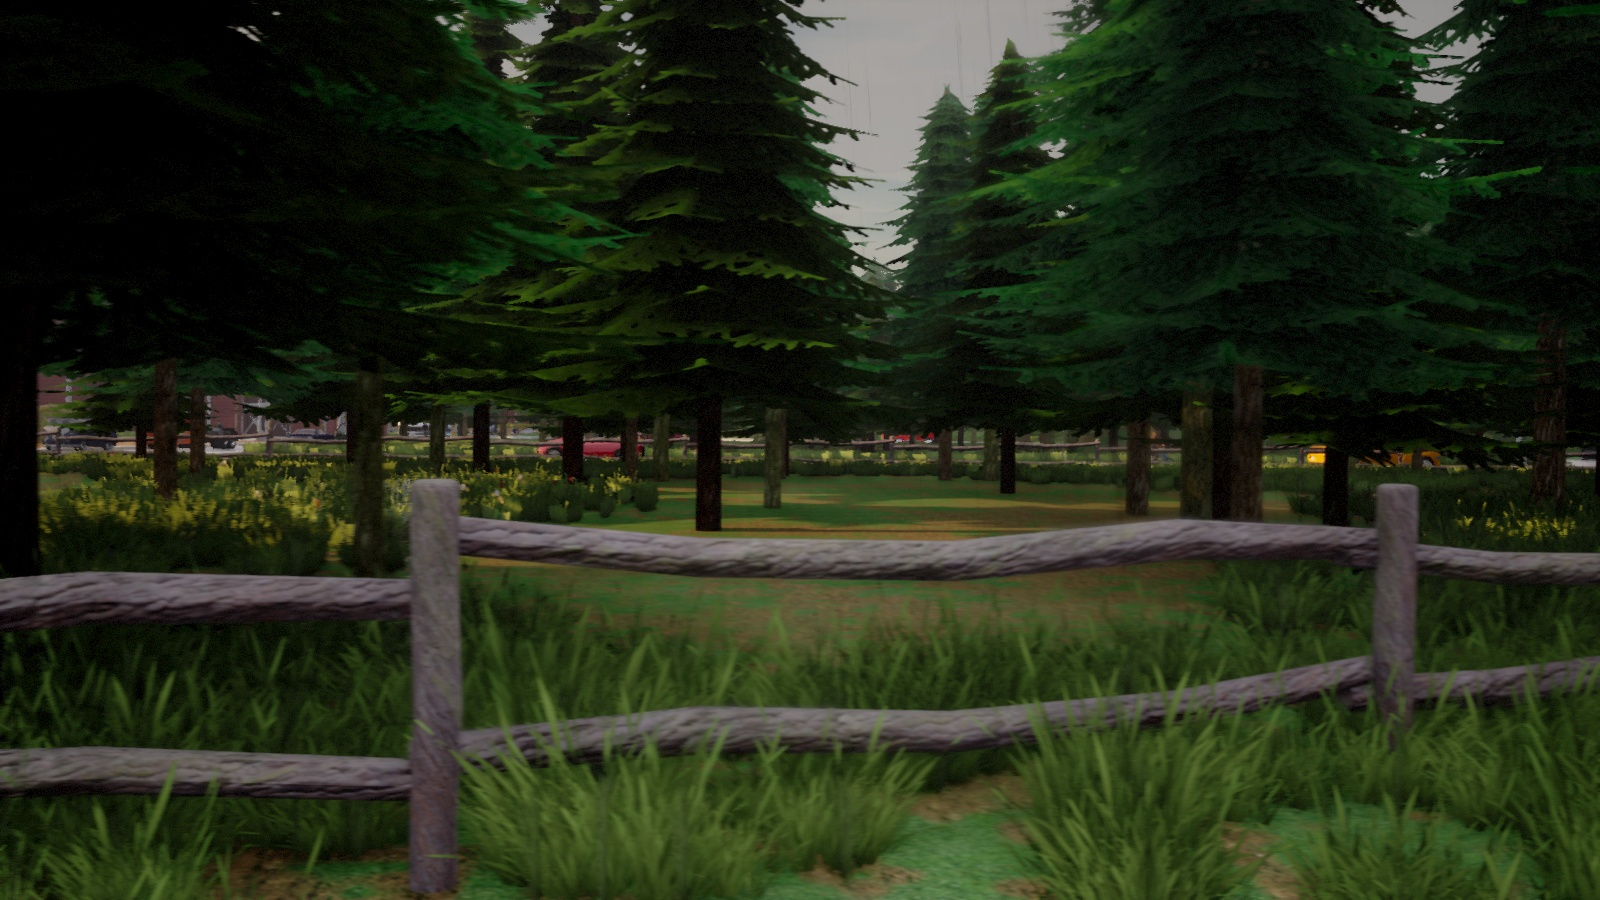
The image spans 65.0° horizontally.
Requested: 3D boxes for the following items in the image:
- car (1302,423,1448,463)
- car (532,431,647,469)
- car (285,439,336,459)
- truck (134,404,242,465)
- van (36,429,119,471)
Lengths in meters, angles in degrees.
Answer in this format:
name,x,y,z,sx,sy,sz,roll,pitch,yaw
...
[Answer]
name,x,y,z,sx,sy,sz,roll,pitch,yaw
car,22.924,-0.291,50.175,5.008,1.535,1.882,-1,1,-2
car,-8.817,-0.019,52.810,4.514,1.525,2.007,-1,1,-1
car,-33.806,-0.090,86.817,1.895,1.301,4.718,-1,1,-3
truck,-36.809,-0.966,75.889,2.891,3.462,7.936,-1,1,-3
van,-36.197,-0.039,63.054,1.775,1.987,4.442,-1,1,-3
